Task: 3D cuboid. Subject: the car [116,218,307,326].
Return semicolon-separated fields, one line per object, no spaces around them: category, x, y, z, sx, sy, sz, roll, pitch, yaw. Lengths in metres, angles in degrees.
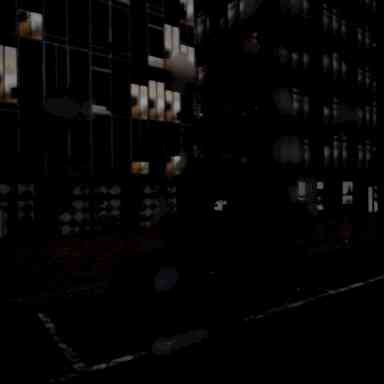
car;0.504;1.415;6.929;4.097;1.590;1.967;0;0;-35
